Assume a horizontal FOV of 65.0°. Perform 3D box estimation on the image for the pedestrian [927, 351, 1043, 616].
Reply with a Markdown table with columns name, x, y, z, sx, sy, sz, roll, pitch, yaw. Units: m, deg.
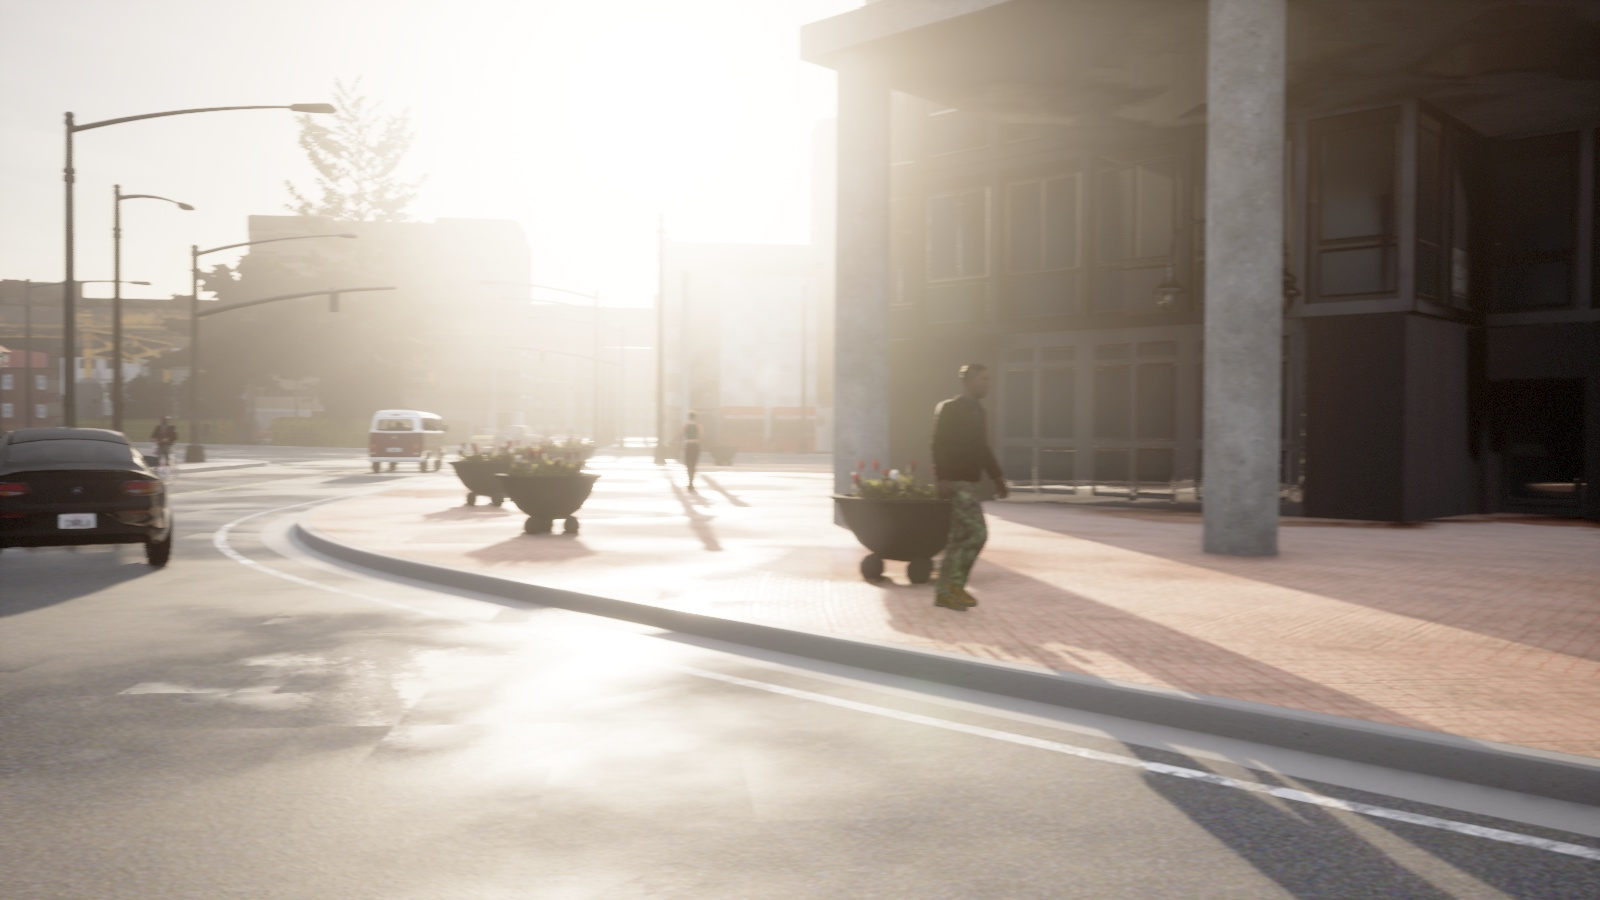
| name | x | y | z | sx | sy | sz | roll | pitch | yaw |
| --- | --- | --- | --- | --- | --- | --- | --- | --- | --- |
| pedestrian | 1.342 | 0.231 | 9.120 | 0.703 | 1.840 | 0.431 | 0 | 1 | 41 |

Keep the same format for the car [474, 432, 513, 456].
| name | x | y | z | sx | sy | sz | roll | pitch | yaw |
| --- | --- | --- | --- | --- | --- | --- | --- | --- | --- |
| car | -20.706 | -0.435 | 85.080 | 1.801 | 1.575 | 5.366 | -1 | 1 | -6 |

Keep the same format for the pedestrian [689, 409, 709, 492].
| name | x | y | z | sx | sy | sz | roll | pitch | yaw |
| --- | --- | --- | --- | --- | --- | --- | --- | --- | --- |
| pedestrian | -2.261 | 0.007 | 28.185 | 0.345 | 1.836 | 0.594 | -1 | 1 | -13 |

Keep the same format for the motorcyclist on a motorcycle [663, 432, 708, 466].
| name | x | y | z | sx | sy | sz | roll | pitch | yaw |
| --- | --- | --- | --- | --- | --- | --- | --- | --- | --- |
| motorcyclist on a motorcycle | -5.206 | -0.050 | 57.165 | 2.044 | 1.523 | 0.797 | 0 | 1 | -6 |

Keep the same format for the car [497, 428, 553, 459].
| name | x | y | z | sx | sy | sz | roll | pitch | yaw |
| --- | --- | --- | --- | --- | --- | --- | --- | --- | --- |
| car | -16.419 | -0.395 | 75.205 | 2.097 | 1.767 | 4.553 | 0 | 1 | 4 |

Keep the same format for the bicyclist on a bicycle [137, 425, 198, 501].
| name | x | y | z | sx | sy | sz | roll | pitch | yaw |
| --- | --- | --- | --- | --- | --- | --- | --- | --- | --- |
| bicyclist on a bicycle | -15.132 | 0.290 | 30.071 | 0.659 | 1.776 | 1.843 | -1 | 1 | -6 |

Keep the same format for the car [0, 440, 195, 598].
| name | x | y | z | sx | sy | sz | roll | pitch | yaw |
| --- | --- | --- | --- | --- | --- | --- | --- | --- | --- |
| car | -8.073 | 0.622 | 14.012 | 1.812 | 1.442 | 4.674 | -1 | 1 | -33 |

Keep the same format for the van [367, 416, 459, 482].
| name | x | y | z | sx | sy | sz | roll | pitch | yaw |
| --- | --- | --- | --- | --- | --- | --- | --- | --- | --- |
| van | -12.808 | -0.063 | 41.834 | 2.069 | 2.038 | 4.480 | -1 | 1 | -6 |
